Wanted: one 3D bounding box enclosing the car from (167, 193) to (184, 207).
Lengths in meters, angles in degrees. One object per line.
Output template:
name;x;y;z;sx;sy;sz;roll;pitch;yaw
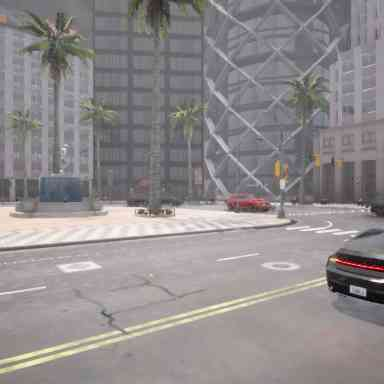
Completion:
car;-3.994;1.224;51.767;5.566;2.045;2.150;0;0;23

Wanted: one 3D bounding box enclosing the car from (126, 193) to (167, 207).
car;-7.019;1.222;49.323;5.566;2.045;2.150;0;0;20

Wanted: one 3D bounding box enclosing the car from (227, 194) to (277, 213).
car;6.487;1.221;38.133;2.150;2.045;5.566;0;0;-38

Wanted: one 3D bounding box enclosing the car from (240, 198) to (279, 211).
car;8.346;1.526;41.355;1.812;1.442;4.674;0;0;-39

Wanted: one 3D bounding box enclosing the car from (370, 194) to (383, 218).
car;18.138;1.222;28.146;2.150;2.045;5.566;0;0;-36

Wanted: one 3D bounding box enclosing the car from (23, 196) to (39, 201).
car;-28.458;1.488;61.341;4.902;1.511;2.128;0;0;-10

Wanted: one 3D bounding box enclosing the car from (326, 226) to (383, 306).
car;4.923;1.505;7.306;4.892;1.490;1.837;0;0;-35
